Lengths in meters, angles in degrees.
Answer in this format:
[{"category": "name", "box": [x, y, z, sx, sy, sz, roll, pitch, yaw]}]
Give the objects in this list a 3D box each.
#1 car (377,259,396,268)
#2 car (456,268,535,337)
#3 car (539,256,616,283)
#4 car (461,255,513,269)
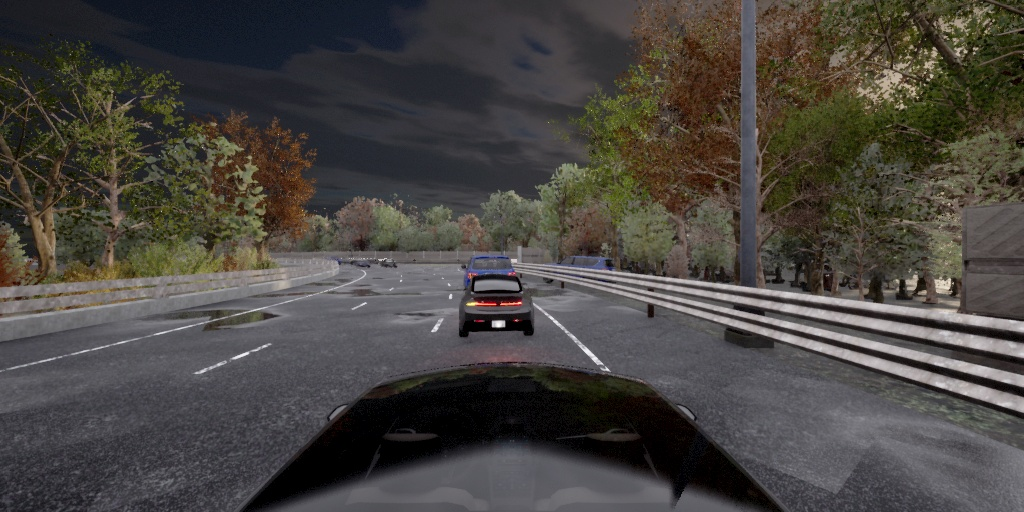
[{"category": "car", "box": [-20.599, 1.275, 59.644, 1.812, 1.442, 4.674, 0, 0, -32]}, {"category": "car", "box": [-0.521, 1.255, 10.334, 1.837, 1.490, 4.892, 0, 0, -5]}, {"category": "car", "box": [4.610, 1.005, 25.420, 5.566, 2.045, 2.150, 4, 1, 37]}, {"category": "car", "box": [-1.170, 0.971, 17.008, 2.150, 2.045, 5.566, 0, 0, -9]}]
